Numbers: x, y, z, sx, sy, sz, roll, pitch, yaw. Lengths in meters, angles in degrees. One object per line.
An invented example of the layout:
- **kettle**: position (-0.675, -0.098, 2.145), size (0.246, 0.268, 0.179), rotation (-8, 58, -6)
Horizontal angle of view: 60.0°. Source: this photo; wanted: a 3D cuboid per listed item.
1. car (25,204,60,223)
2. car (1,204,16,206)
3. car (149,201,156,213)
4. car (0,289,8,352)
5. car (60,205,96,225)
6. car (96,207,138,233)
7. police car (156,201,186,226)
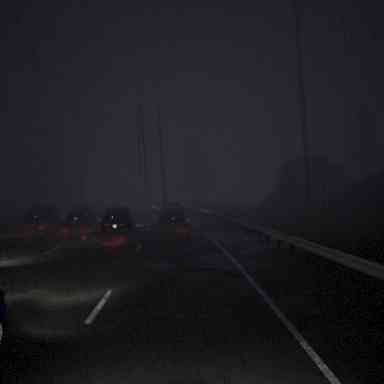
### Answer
- **car**: position (-12.575, 1.764, 28.406), size (2.128, 1.511, 4.902), rotation (0, 0, -8)
- **car**: position (-27.978, 2.023, 50.478), size (1.812, 1.442, 4.674), rotation (0, 0, -15)
- **car**: position (-4.226, 1.891, 41.707), size (1.812, 1.442, 4.674), rotation (0, 0, -11)
- **car**: position (-3.507, 1.510, 2.708), size (1.882, 1.535, 5.008), rotation (0, 0, -1)
- **car**: position (-8.776, 1.773, 26.521), size (1.812, 1.442, 4.674), rotation (0, 0, -7)
- **car**: position (-4.632, 1.698, 21.286), size (1.837, 1.490, 4.892), rotation (0, -1, -6)
- **police car**: position (-1.573, 1.645, 25.339), size (1.930, 1.638, 5.238), rotation (0, 0, -7)
